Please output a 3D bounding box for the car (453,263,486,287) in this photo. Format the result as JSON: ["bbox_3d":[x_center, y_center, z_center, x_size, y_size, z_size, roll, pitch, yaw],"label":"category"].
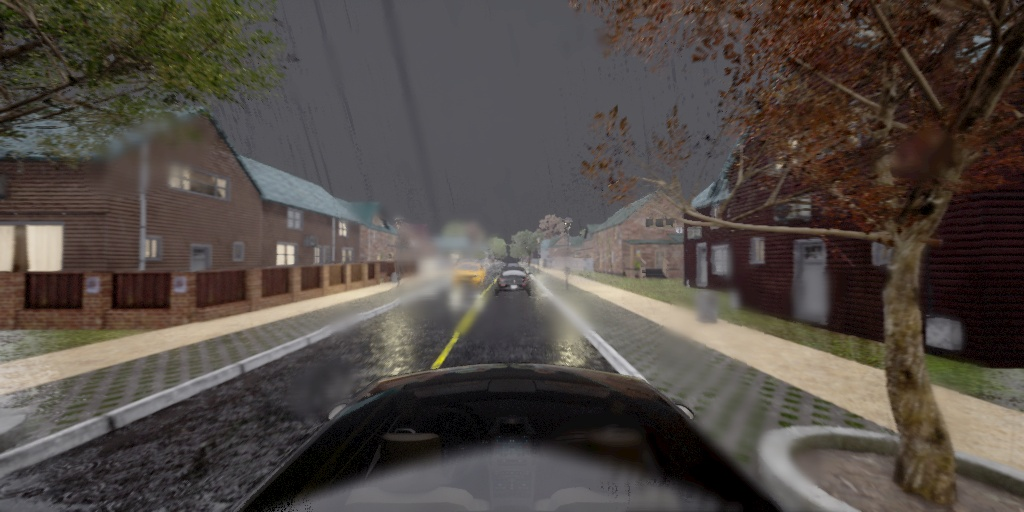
[{"bbox_3d":[-2.842,1.243,24.779,1.882,1.535,5.008,0,0,0],"label":"car"}]

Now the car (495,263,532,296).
[{"bbox_3d":[0.087,1.284,19.119,1.812,1.442,4.674,0,0,0],"label":"car"}]
